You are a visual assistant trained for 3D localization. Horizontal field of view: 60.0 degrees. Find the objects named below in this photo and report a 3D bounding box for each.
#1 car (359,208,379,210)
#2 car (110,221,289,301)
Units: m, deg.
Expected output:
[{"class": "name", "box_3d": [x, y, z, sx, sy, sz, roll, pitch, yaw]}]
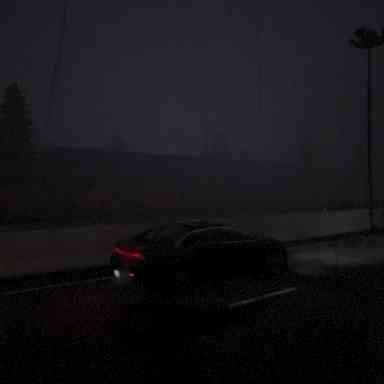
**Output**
[{"class": "car", "box_3d": [18.849, 1.491, 34.772, 4.892, 1.490, 1.837, 0, 0, -36]}, {"class": "car", "box_3d": [0.411, 1.496, 8.400, 4.902, 1.511, 2.128, 0, 0, -35]}]
